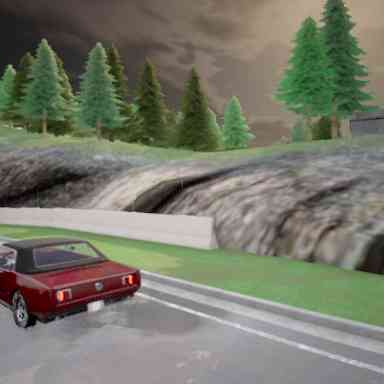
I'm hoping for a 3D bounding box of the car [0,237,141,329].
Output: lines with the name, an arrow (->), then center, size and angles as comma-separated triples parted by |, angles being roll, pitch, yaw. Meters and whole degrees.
car -> -3.263, 1.642, 7.092 | 4.718, 1.301, 1.895 | 0, 0, 42
